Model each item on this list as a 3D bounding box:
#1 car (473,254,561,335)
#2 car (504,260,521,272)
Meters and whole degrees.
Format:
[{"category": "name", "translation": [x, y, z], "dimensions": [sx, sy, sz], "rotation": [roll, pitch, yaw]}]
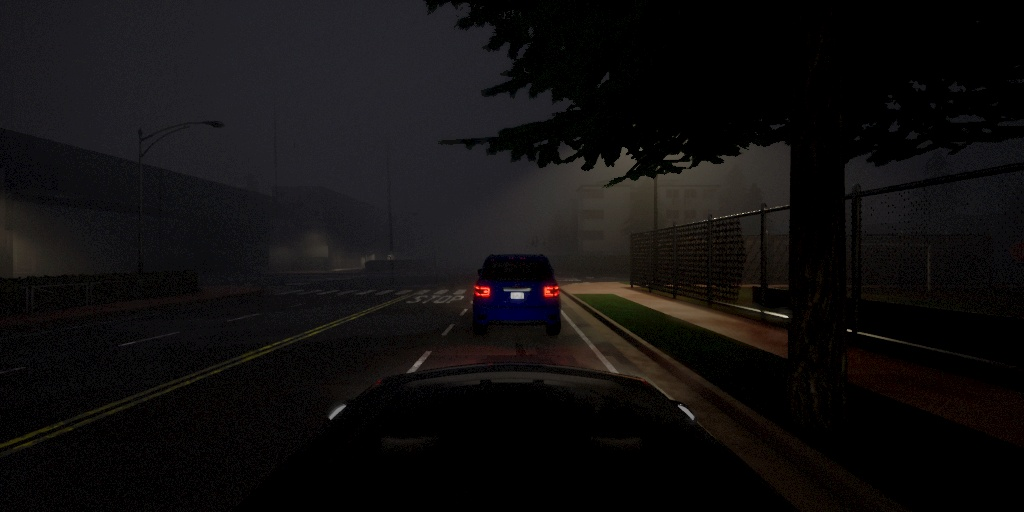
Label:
[{"category": "car", "translation": [0.125, 0.972, 10.636], "dimensions": [2.150, 2.045, 5.566], "rotation": [0, 0, 0]}, {"category": "car", "translation": [0.071, 1.242, 46.453], "dimensions": [2.128, 1.511, 4.902], "rotation": [0, 0, -1]}]
